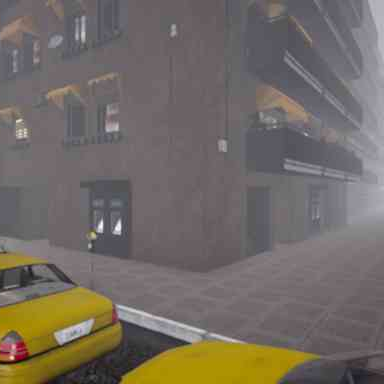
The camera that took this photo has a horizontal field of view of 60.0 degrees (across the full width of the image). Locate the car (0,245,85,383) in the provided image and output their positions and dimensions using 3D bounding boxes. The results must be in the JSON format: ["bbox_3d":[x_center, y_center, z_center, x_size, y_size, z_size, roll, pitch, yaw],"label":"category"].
[{"bbox_3d":[-3.164,1.478,4.987,4.829,1.417,1.752,1,0,36],"label":"car"}]

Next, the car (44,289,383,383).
[{"bbox_3d":[1.425,1.528,1.708,4.829,1.417,1.752,1,0,36],"label":"car"}]
